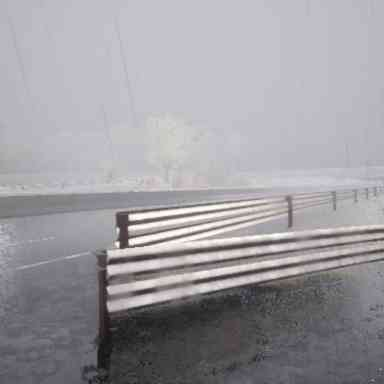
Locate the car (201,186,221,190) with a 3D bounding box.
[{"bbox_3d":[4.094,0.132,55.039,1.882,1.535,5.008,0,1,33],"label":"car"}]

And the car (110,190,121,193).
[{"bbox_3d":[-7.866,0.586,43.423,1.895,1.301,4.718,0,1,34],"label":"car"}]

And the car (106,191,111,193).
[{"bbox_3d":[-10.852,0.524,45.255,1.812,1.442,4.674,0,1,34],"label":"car"}]

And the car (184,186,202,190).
[{"bbox_3d":[1.183,-0.300,56.984,2.097,1.767,4.553,0,1,33],"label":"car"}]

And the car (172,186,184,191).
[{"bbox_3d":[-1.738,-0.289,58.913,2.097,1.767,4.553,0,1,33],"label":"car"}]
